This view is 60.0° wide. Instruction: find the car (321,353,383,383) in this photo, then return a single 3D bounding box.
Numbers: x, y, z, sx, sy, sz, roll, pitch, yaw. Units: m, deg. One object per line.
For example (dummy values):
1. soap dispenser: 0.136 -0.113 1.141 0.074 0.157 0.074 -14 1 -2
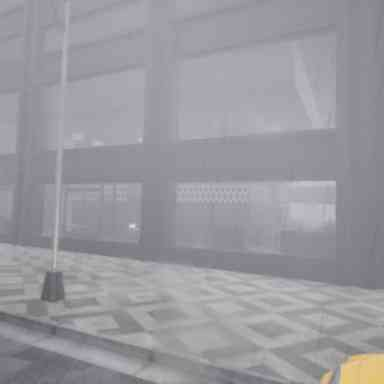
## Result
1. car: 3.573 1.718 1.939 5.366 1.575 1.801 1 -3 26
